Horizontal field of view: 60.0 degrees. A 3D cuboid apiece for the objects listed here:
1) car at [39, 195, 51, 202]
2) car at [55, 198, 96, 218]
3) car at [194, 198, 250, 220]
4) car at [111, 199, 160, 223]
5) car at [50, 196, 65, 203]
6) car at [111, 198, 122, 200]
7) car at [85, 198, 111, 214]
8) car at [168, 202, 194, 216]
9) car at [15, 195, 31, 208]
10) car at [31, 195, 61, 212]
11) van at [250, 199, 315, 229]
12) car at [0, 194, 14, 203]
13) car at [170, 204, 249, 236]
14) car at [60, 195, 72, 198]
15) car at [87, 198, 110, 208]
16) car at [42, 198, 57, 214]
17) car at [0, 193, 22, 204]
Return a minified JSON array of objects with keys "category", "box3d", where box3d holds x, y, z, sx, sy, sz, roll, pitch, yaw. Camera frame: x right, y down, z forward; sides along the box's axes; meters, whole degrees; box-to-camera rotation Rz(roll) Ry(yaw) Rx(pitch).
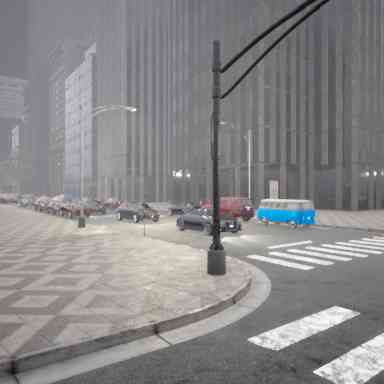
[{"category":"car","box3d":[-33.977,1.481,76.726,1.752,1.417,4.829,0,0,-35]},{"category":"car","box3d":[-10.806,1.571,30.566,1.887,1.381,4.507,0,0,-36]},{"category":"car","box3d":[2.749,1.349,26.470,2.192,1.841,5.009,0,0,-36]},{"category":"car","box3d":[-4.307,1.536,26.028,1.837,1.490,4.892,0,0,-36]},{"category":"car","box3d":[-27.306,1.510,67.589,1.752,1.417,4.829,0,0,-36]},{"category":"car","box3d":[-10.564,1.462,44.683,1.967,1.590,4.097,0,0,-36]},{"category":"car","box3d":[-10.437,1.530,34.428,1.837,1.490,4.892,0,0,-36]},{"category":"car","box3d":[-0.580,1.597,31.024,1.947,1.339,4.313,0,0,-36]},{"category":"car","box3d":[-24.117,1.562,48.777,2.008,1.369,4.403,0,0,-36]},{"category":"car","box3d":[-17.462,1.460,39.672,1.967,1.590,4.097,0,0,-36]},{"category":"van","box3d":[6.078,1.376,21.916,1.690,1.788,3.998,0,0,-36]},{"category":"car","box3d":[-37.429,1.286,66.990,2.192,1.841,5.009,0,0,-36]},{"category":"car","box3d":[0.878,1.598,18.932,1.994,1.385,4.181,0,0,-36]},{"category":"car","box3d":[-20.444,1.575,53.355,1.994,1.385,4.181,0,0,-36]},{"category":"car","box3d":[-13.893,1.600,49.237,1.802,1.307,4.206,0,0,-36]},{"category":"car","box3d":[-14.134,1.605,35.119,1.802,1.307,4.206,0,0,-36]},{"category":"car","box3d":[-34.100,1.299,62.437,2.192,1.841,5.009,0,0,-36]}]
